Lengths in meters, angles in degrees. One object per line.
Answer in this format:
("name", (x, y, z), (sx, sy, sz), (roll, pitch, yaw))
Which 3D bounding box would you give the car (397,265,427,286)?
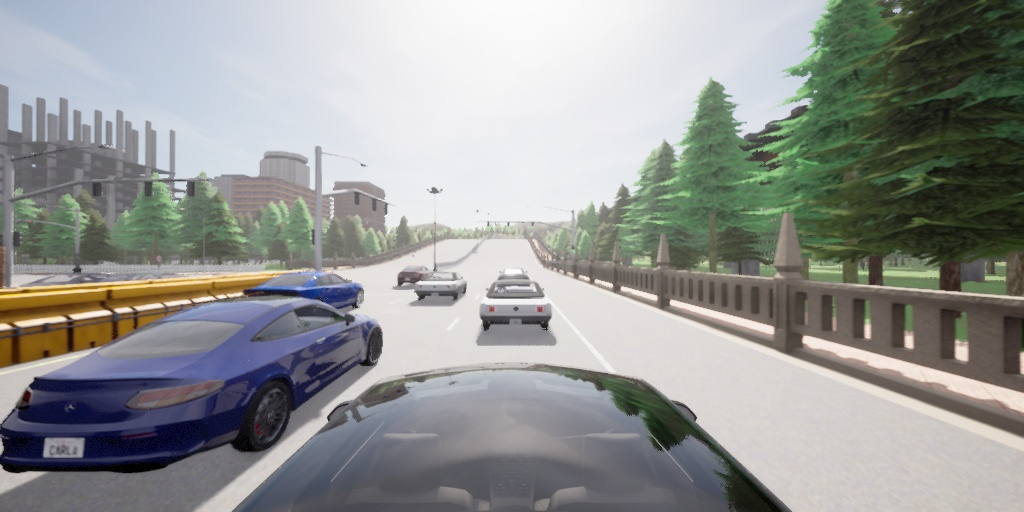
("car", (-6.912, 1.380, 26.052), (1.812, 1.442, 4.674), (0, 0, 0))

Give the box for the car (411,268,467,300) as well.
("car", (-3.407, 1.422, 18.127), (1.895, 1.301, 4.718), (0, 0, 0))

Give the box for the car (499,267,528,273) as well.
("car", (0.090, 1.407, 23.075), (1.994, 1.385, 4.181), (0, 0, 0))

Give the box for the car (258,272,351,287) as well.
("car", (-6.903, 1.274, 12.474), (1.882, 1.535, 5.008), (0, 0, 0))

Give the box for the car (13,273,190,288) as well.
("car", (-14.060, 1.348, 13.576), (2.033, 1.411, 5.357), (0, 0, 0))

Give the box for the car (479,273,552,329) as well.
("car", (0.097, 1.393, 11.340), (1.895, 1.301, 4.718), (0, 0, 0))

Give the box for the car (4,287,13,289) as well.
("car", (-17.556, 1.369, 14.390), (1.994, 1.385, 4.181), (0, 0, 0))

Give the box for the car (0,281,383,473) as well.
("car", (-3.399, 1.290, 5.021), (1.812, 1.442, 4.674), (0, 0, 0))
